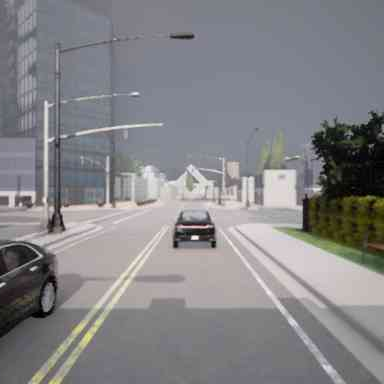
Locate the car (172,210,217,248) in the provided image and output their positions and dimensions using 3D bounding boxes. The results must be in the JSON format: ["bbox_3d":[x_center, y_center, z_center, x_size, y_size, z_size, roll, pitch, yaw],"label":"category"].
[{"bbox_3d":[0.107,1.576,15.243,2.128,1.511,4.902,0,0,0],"label":"car"}]

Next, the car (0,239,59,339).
[{"bbox_3d":[-3.562,1.531,4.759,1.837,1.490,4.892,0,0,0],"label":"car"}]
